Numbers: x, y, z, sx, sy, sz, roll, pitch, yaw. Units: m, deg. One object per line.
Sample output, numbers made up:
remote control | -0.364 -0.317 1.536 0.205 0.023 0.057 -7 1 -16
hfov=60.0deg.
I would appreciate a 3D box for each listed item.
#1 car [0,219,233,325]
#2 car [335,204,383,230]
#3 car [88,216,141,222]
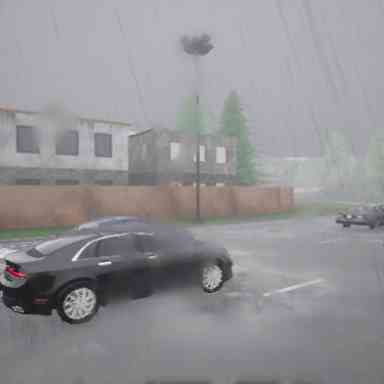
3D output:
car | -1.282 1.486 7.125 4.892 1.490 1.837 0 0 -35
car | 10.840 1.420 20.058 5.357 1.411 2.033 0 0 -35
car | -2.068 1.497 10.849 4.674 1.442 1.812 0 0 -35
